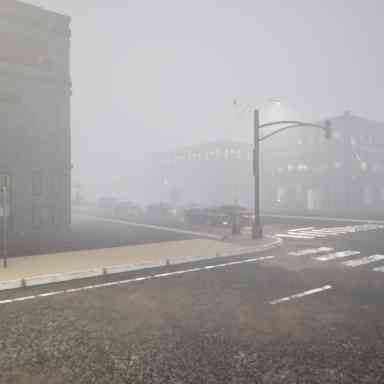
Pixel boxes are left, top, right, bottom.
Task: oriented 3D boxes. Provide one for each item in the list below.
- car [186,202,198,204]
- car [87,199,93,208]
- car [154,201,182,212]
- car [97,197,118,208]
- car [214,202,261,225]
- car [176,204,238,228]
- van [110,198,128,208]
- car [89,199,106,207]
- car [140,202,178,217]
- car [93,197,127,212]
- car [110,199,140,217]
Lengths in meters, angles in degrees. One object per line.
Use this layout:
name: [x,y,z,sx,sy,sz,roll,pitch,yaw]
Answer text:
car: [-0.111,1.903,41.079,1.802,1.307,4.206,-2,0,-36]
car: [-19.219,2.159,63.412,2.128,1.511,4.902,-1,0,-36]
car: [-3.325,1.965,45.584,1.802,1.307,4.206,-2,0,-36]
car: [-16.194,1.939,63.605,2.192,1.841,5.009,-1,0,-36]
car: [3.338,1.744,26.303,1.812,1.442,4.674,-1,0,-35]
car: [1.031,1.814,24.843,1.947,1.339,4.313,-2,0,-36]
van: [-12.978,1.906,59.100,1.690,1.788,3.998,-1,0,-36]
car: [-19.404,2.227,68.111,1.887,1.381,4.507,-1,0,-36]
car: [-3.140,1.839,35.370,2.128,1.511,4.902,-1,0,-36]
car: [-11.766,1.735,47.481,2.150,2.045,5.566,-1,0,-37]
car: [-6.934,1.846,36.209,1.967,1.590,4.097,-1,0,-36]
